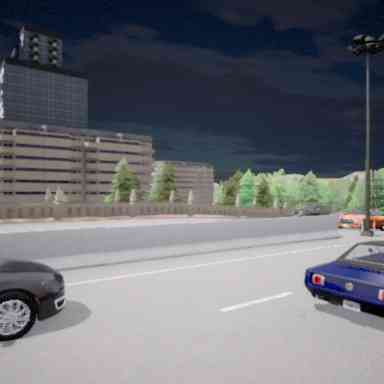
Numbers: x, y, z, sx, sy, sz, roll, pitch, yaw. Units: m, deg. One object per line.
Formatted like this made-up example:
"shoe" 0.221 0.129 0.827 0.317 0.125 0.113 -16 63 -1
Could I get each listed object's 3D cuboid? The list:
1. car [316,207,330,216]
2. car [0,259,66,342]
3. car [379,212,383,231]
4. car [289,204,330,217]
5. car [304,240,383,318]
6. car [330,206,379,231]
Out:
"car" 14.024 2.528 31.176 4.674 1.442 1.812 6 -3 -35
"car" -4.440 1.496 4.878 4.892 1.490 1.837 0 0 -35
"car" 11.465 1.682 16.218 4.553 1.767 2.097 3 -2 -35
"car" 12.497 2.273 34.386 5.566 2.045 2.150 6 -3 -35
"car" 4.551 1.687 6.989 4.718 1.301 1.895 1 0 -35
"car" 13.425 2.107 26.449 4.553 1.767 2.097 5 -3 -35
